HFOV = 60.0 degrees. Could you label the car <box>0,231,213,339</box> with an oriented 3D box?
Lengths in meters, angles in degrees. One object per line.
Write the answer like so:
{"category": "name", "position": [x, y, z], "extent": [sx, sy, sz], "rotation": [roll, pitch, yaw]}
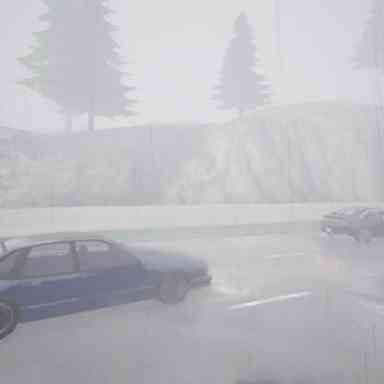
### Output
{"category": "car", "position": [-2.229, 1.482, 6.273], "extent": [5.357, 1.411, 2.033], "rotation": [0, 0, -32]}

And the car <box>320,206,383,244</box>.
{"category": "car", "position": [8.161, 1.415, 14.979], "extent": [4.902, 1.511, 2.128], "rotation": [0, 0, -18]}
